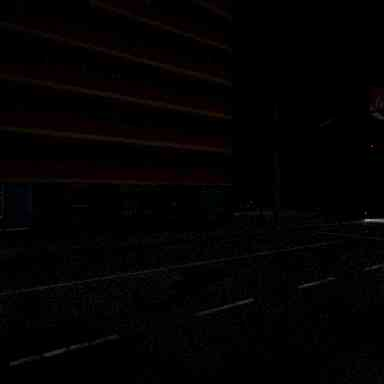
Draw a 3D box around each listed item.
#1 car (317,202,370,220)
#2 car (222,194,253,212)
[{"bbox_3d":[12.994,1.564,28.685,1.994,1.385,4.181,0,0,-36],"label":"car"},{"bbox_3d":[4.789,1.223,39.992,2.150,2.045,5.566,0,0,-36],"label":"car"}]
